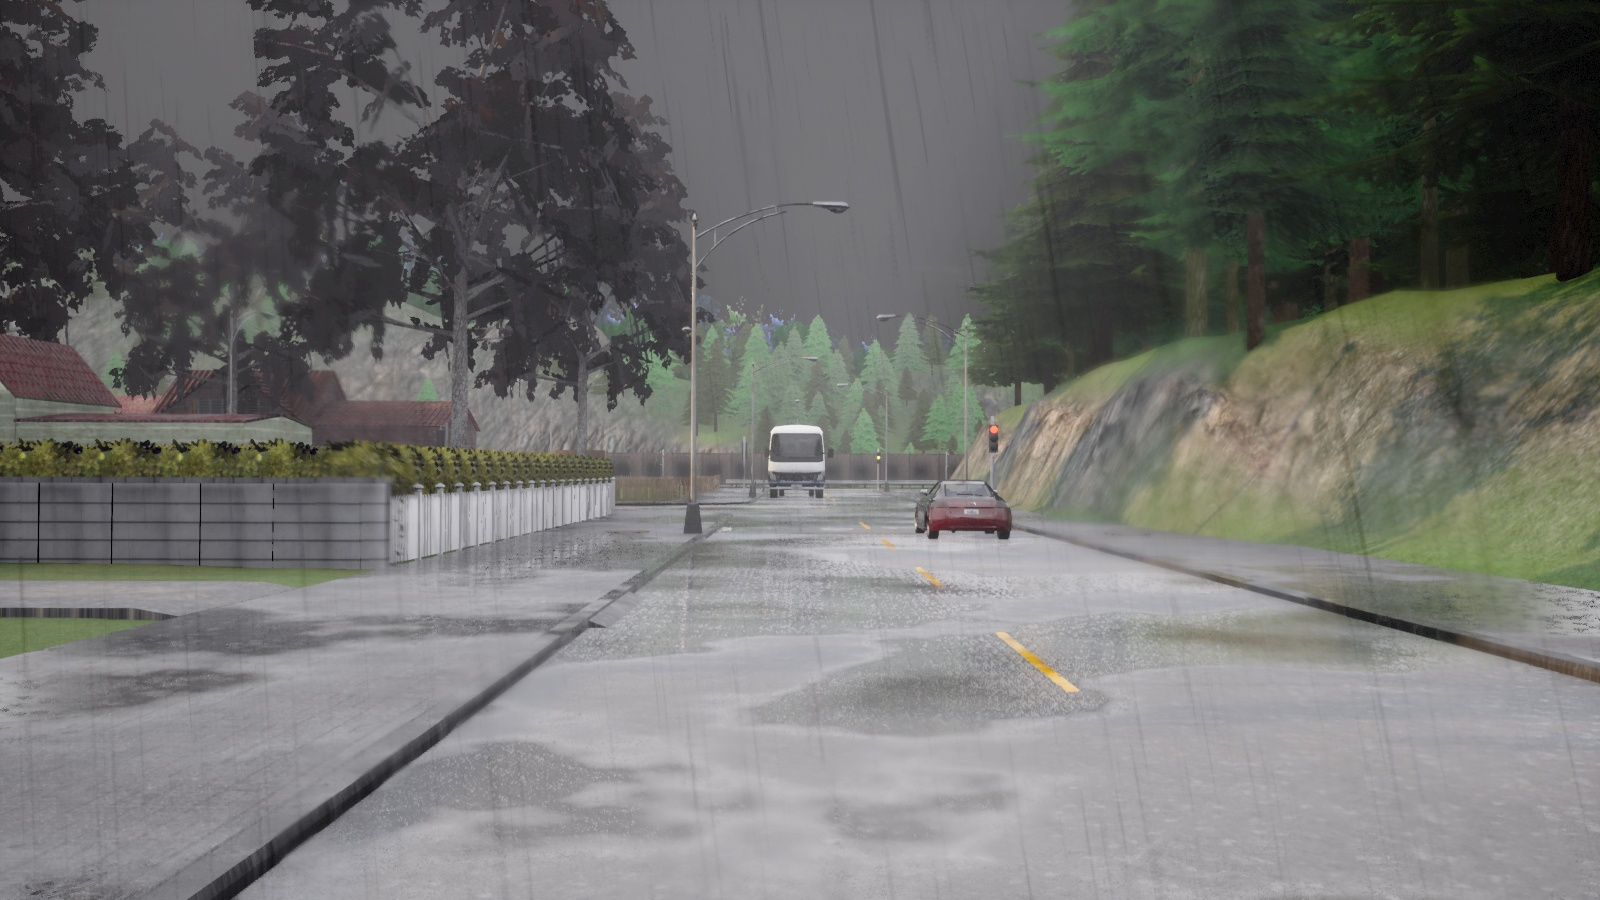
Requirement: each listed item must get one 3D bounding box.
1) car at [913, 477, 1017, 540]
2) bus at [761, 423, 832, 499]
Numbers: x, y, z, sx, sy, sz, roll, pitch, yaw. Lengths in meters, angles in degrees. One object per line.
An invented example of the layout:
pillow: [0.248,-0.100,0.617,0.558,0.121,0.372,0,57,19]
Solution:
car: [3.919,1.374,30.520,1.994,1.385,4.181,0,-1,0]
bus: [-0.192,0.698,75.175,3.944,4.253,10.273,0,-1,0]
